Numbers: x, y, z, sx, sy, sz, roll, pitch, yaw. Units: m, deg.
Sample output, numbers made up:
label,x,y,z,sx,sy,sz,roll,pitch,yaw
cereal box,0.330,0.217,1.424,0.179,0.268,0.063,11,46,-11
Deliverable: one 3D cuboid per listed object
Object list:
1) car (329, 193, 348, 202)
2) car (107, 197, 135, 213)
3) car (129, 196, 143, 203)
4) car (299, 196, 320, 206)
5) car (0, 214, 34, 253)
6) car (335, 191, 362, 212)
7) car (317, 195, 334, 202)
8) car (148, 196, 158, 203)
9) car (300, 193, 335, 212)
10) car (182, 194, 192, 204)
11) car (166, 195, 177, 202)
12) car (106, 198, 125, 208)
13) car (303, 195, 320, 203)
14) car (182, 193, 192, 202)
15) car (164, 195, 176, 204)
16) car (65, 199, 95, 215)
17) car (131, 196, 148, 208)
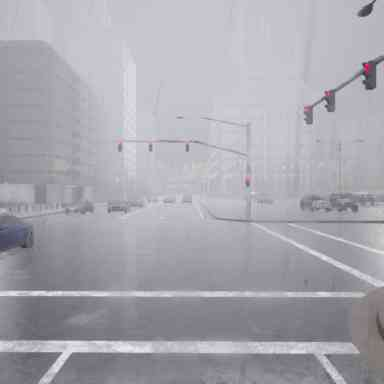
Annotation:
label,x,y,z,sx,sy,sz,roll,pitch,yaw
car,30.086,1.153,68.360,1.932,1.855,4.605,0,0,0
car,-7.963,1.564,36.774,1.994,1.385,4.181,0,0,0
car,-11.526,1.554,68.671,2.033,1.411,5.357,0,0,0
car,18.763,1.395,53.190,1.970,1.475,3.806,0,0,0
car,-7.252,1.525,11.788,1.812,1.442,4.674,0,0,-2
car,16.085,1.156,35.719,1.905,1.878,3.866,0,0,0
car,27.403,1.364,68.305,1.784,1.438,3.905,0,0,0
car,-8.030,1.493,68.346,2.128,1.511,4.902,0,0,0
car,13.191,1.153,35.769,1.932,1.855,4.605,0,0,0
car,-1.011,1.601,65.703,1.895,1.301,4.718,0,0,0
car,-4.556,1.351,74.443,2.128,1.511,4.902,0,0,0
car,-11.529,1.600,50.534,1.895,1.301,4.718,0,0,0
car,24.508,1.395,68.301,1.970,1.475,3.806,0,0,0
car,-1.056,1.181,74.431,2.097,1.767,4.553,0,0,0
car,-4.511,1.564,65.605,1.994,1.385,4.181,0,0,0
car,-11.450,1.491,34.182,2.128,1.511,4.902,0,0,0
car,-8.014,1.352,47.173,2.097,1.767,4.553,0,0,0
